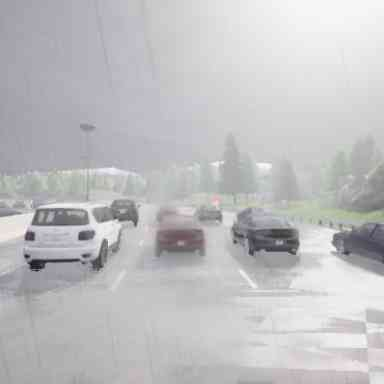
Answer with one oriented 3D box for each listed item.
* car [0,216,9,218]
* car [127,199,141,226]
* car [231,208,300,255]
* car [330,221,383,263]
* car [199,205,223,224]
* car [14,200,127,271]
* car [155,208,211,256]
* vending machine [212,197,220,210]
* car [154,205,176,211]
[{"bbox_3d":[-15.515,1.953,26.245,2.033,1.411,5.357,0,-1,0],"label":"car"},{"bbox_3d":[-5.427,1.617,27.101,2.150,2.045,5.566,0,-1,-8],"label":"car"},{"bbox_3d":[2.956,1.672,14.305,1.882,1.535,5.008,0,0,-4],"label":"car"},{"bbox_3d":[6.672,1.689,11.128,2.033,1.411,5.357,0,-1,-3],"label":"car"},{"bbox_3d":[1.373,1.896,28.956,2.128,1.511,4.902,0,-1,-8],"label":"car"},{"bbox_3d":[-3.888,1.399,11.778,2.150,2.045,5.566,0,-1,-3],"label":"car"},{"bbox_3d":[-0.540,1.679,14.151,1.882,1.535,5.008,0,0,-4],"label":"car"},{"bbox_3d":[4.162,1.988,57.258,1.100,2.100,0.880,0,-1,-15],"label":"vending machine"},{"bbox_3d":[-2.104,1.912,28.558,1.837,1.490,4.892,0,0,-8],"label":"car"}]
